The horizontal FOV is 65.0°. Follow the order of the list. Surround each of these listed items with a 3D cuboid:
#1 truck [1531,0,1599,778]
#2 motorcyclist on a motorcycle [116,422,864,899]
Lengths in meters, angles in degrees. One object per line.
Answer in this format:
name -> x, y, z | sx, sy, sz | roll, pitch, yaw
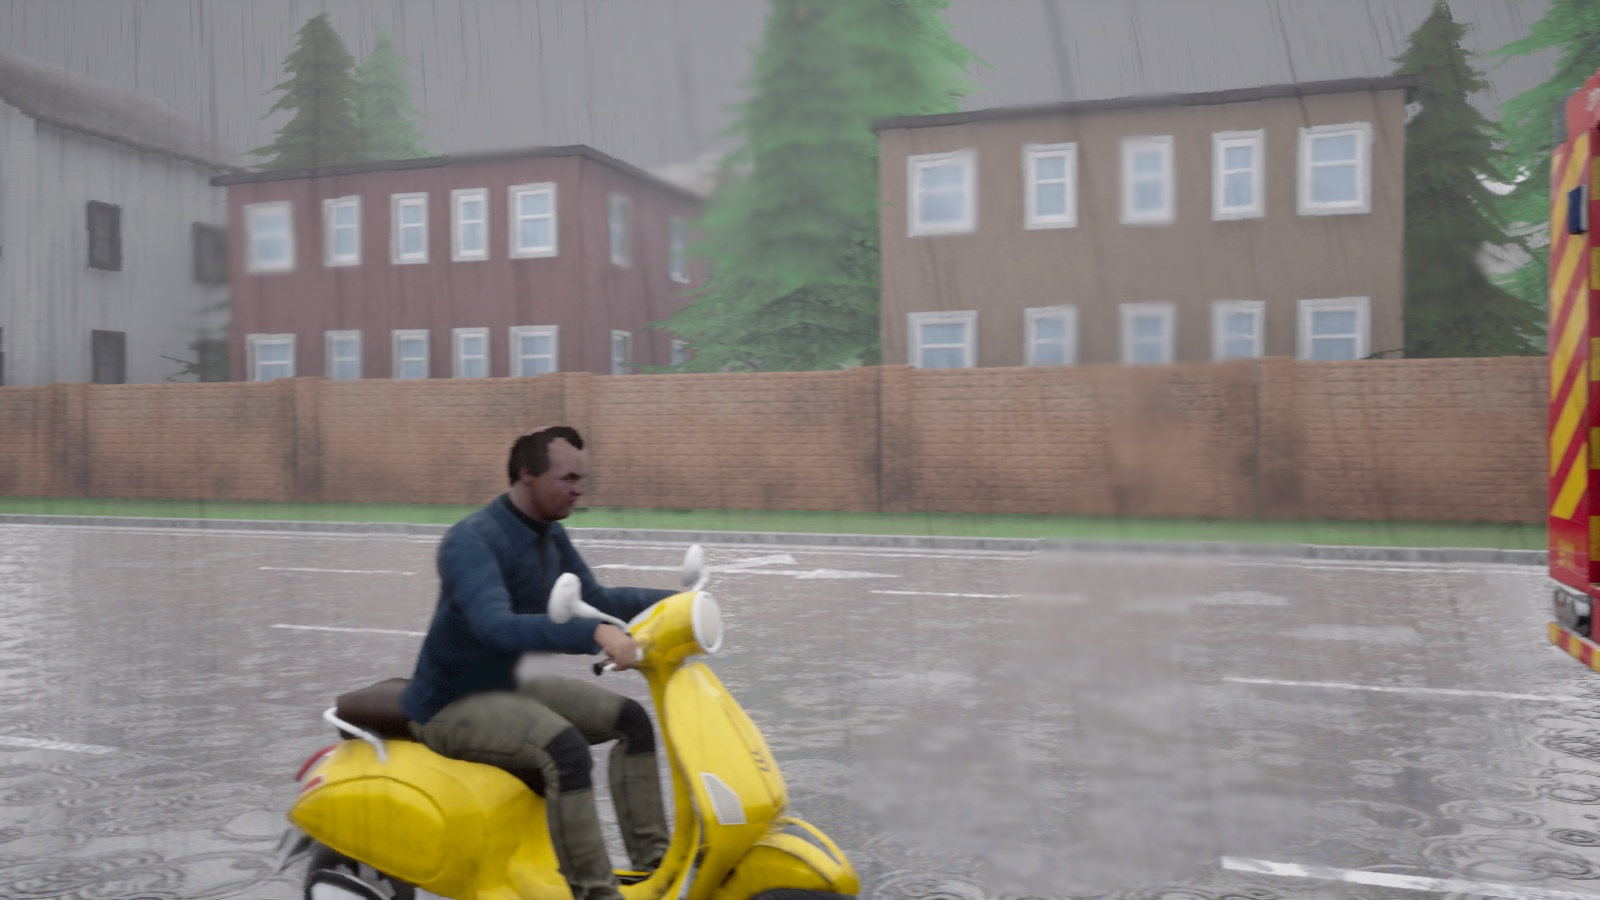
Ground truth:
truck -> 7.657, -0.377, 4.292 | 8.468, 3.827, 2.891 | 0, 1, 19
motorcyclist on a motorcycle -> -0.820, 0.721, 3.468 | 1.817, 1.590, 0.866 | 1, 1, 19
